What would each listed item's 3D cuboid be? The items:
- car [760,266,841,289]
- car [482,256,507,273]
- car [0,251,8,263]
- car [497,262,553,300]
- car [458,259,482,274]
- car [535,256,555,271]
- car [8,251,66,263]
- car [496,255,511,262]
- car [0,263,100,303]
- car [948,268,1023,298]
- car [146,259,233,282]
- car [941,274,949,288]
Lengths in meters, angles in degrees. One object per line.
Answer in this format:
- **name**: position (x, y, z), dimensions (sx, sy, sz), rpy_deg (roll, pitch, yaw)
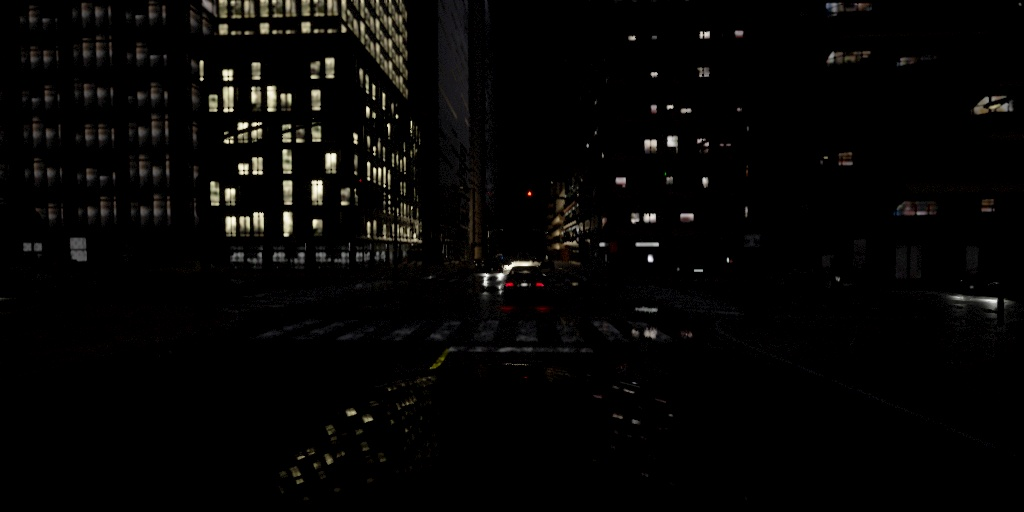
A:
- **car**: position (16.992, 1.227, 21.499), dimensions (4.403, 1.370, 2.007), rpy_deg (0, 0, 3)
- **car**: position (-1.867, 1.004, 37.330), dimensions (1.837, 1.490, 4.892), rpy_deg (0, 0, 2)
- **car**: position (-29.580, 0.661, 17.977), dimensions (5.566, 2.045, 2.150), rpy_deg (1, 1, 3)
- **car**: position (0.604, 1.189, 16.928), dimensions (2.033, 1.411, 5.357), rpy_deg (0, 0, 2)
- **car**: position (-4.478, 1.029, 36.911), dimensions (1.751, 1.417, 4.829), rpy_deg (0, 0, 2)
- **car**: position (4.103, 1.010, 42.436), dimensions (2.007, 1.370, 4.403), rpy_deg (0, 0, 2)
- **car**: position (-32.875, 0.589, 23.960), dimensions (5.009, 1.841, 2.192), rpy_deg (0, 0, 3)
- **car**: position (-1.221, 0.940, 55.028), dimensions (1.994, 1.385, 4.181), rpy_deg (0, 0, 2)
- **car**: position (-19.857, 1.131, 14.958), dimensions (4.403, 1.370, 2.007), rpy_deg (0, 0, 3)
- **car**: position (26.140, 1.335, 18.441), dimensions (4.674, 1.442, 1.812), rpy_deg (0, 1, 3)
- **car**: position (-20.943, 0.900, 23.334), dimensions (4.829, 1.417, 1.751), rpy_deg (0, 0, 3)
- **car**: position (28.045, 1.308, 20.954), dimensions (4.507, 1.381, 1.888), rpy_deg (0, 0, 3)
